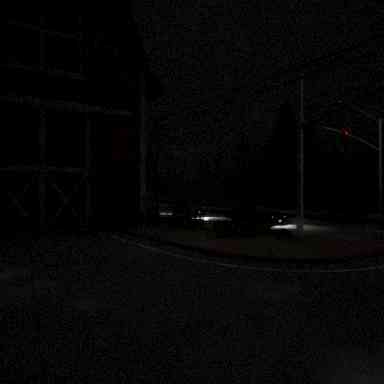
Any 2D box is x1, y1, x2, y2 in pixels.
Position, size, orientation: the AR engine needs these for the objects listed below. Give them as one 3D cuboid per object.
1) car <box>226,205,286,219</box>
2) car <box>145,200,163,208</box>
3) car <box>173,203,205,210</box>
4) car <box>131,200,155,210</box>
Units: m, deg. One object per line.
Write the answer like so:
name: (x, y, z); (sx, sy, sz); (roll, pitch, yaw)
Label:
car: (4.857, 1.721, 26.208); (2.033, 1.411, 5.357); (0, 0, -34)
car: (-5.352, 1.868, 41.081); (1.895, 1.301, 4.718); (0, 0, -34)
car: (-0.365, 1.786, 33.819); (1.994, 1.385, 4.181); (0, 0, -34)
car: (-7.439, 1.887, 50.651); (1.994, 1.385, 4.181); (0, 0, -34)
